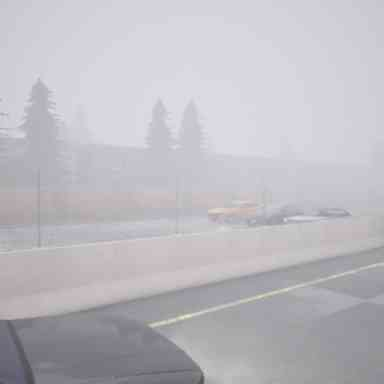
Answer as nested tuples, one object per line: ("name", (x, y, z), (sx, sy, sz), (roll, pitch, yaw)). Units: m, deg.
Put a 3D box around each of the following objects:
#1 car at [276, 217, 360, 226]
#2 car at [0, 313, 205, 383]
("car", (6.891, 1.507, 17.499), (4.718, 1.301, 1.895), (0, 0, -35))
("car", (-2.423, 1.552, 2.036), (5.357, 1.411, 2.033), (0, 0, -35))
